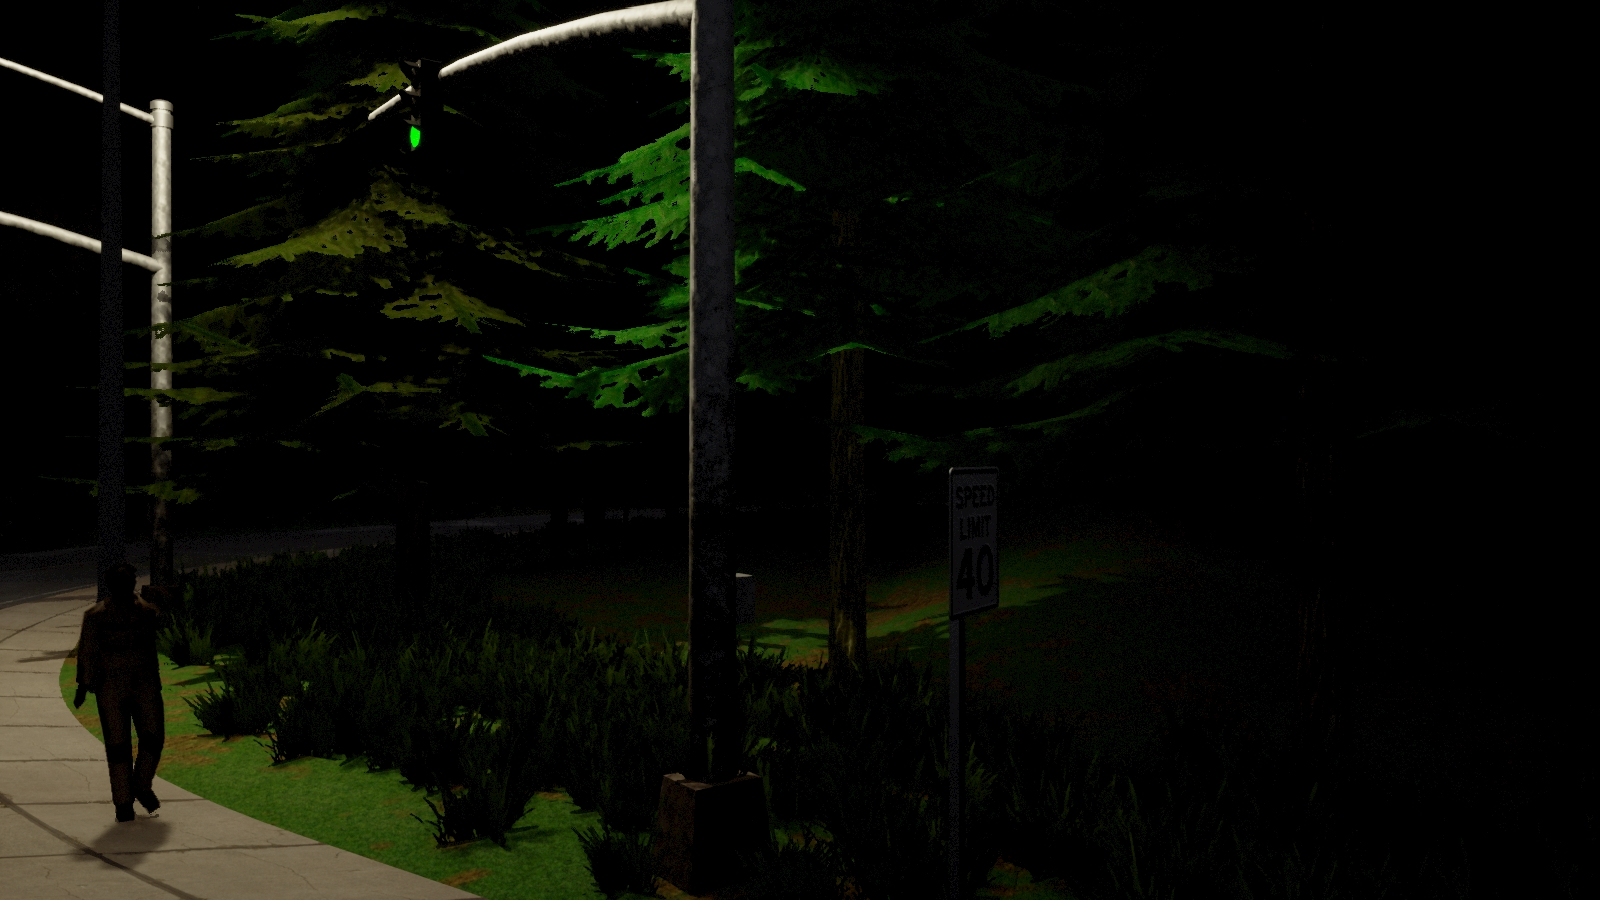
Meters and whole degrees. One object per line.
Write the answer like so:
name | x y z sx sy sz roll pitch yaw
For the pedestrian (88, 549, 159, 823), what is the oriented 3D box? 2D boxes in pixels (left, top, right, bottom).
pedestrian | -4.877 1.671 8.240 0.375 1.860 0.375 0 0 -42
